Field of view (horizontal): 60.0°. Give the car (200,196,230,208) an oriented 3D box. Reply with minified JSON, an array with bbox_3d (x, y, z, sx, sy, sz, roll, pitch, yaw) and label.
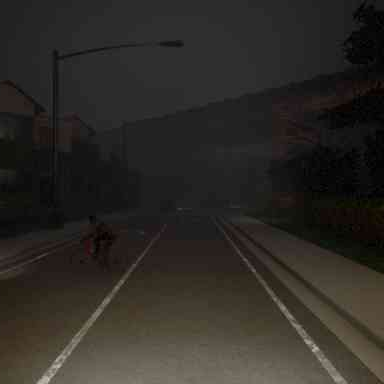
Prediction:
[{"bbox_3d":[3.370,1.352,47.847,4.553,1.767,2.097,0,0,-40],"label":"car"}]

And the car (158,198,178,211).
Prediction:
[{"bbox_3d":[-2.957,1.526,41.010,1.812,1.442,4.674,0,0,5],"label":"car"}]

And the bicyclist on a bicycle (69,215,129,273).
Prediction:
[{"bbox_3d":[-2.580,1.452,9.200,1.656,1.620,0.582,-1,0,0],"label":"bicyclist on a bicycle"}]
